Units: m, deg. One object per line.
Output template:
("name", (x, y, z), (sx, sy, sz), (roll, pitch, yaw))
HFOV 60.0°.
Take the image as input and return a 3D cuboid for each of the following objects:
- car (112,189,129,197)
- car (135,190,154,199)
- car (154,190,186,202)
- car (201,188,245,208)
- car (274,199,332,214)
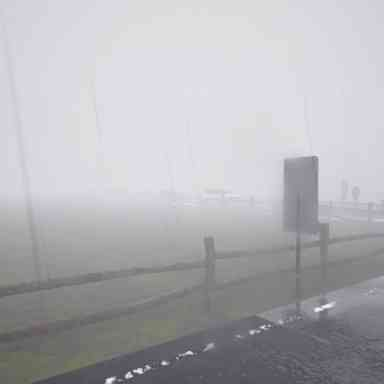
("car", (-14.064, 0.120, 65.481), (2.128, 1.511, 4.902), (1, 1, -35))
("car", (-8.043, 0.342, 56.917), (1.882, 1.535, 5.008), (1, 1, -35))
("car", (-2.727, 0.487, 44.242), (2.097, 1.767, 4.553), (1, 1, -35))
("car", (3.226, 0.593, 35.753), (2.150, 2.045, 5.566), (1, 1, -35))
("car", (9.053, 1.086, 27.445), (1.882, 1.535, 5.008), (1, 1, -35))
